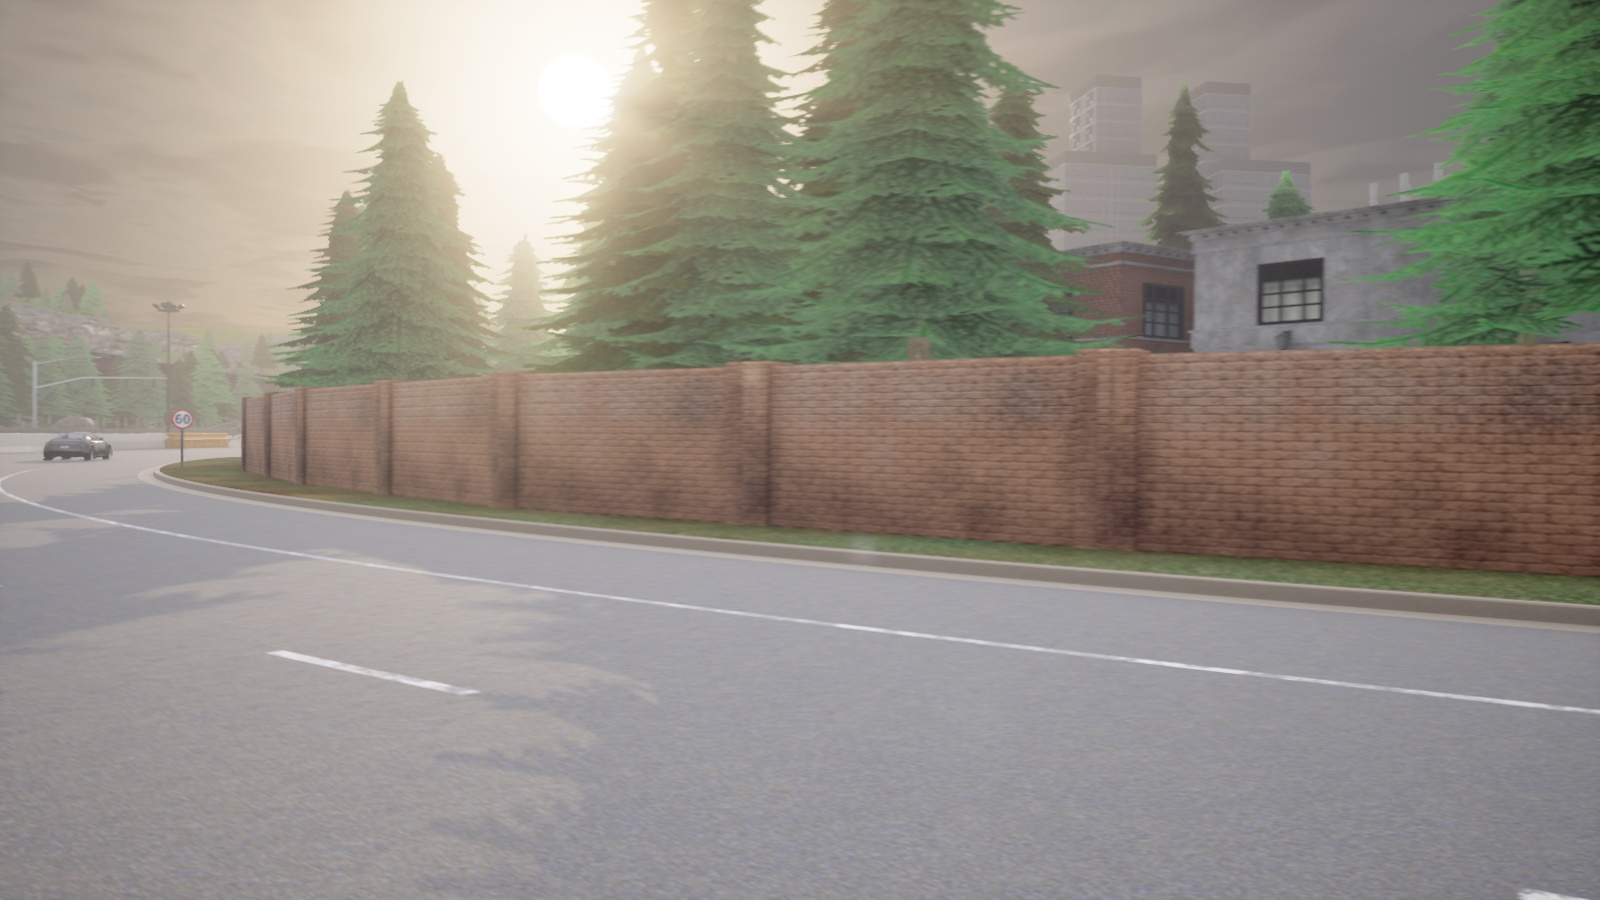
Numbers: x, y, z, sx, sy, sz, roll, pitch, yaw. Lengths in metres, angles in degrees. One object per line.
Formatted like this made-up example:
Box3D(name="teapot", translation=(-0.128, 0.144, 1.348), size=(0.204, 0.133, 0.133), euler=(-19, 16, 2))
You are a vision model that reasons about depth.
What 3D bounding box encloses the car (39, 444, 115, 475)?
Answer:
Box3D(name="car", translation=(-33.887, 0.428, 58.978), size=(1.994, 1.385, 4.181), euler=(-1, 1, -14))
